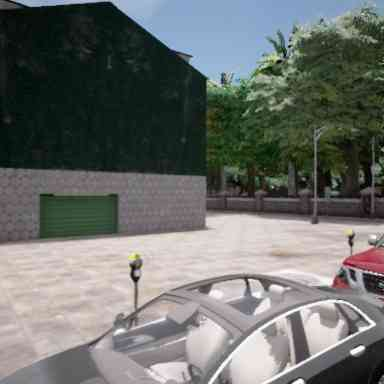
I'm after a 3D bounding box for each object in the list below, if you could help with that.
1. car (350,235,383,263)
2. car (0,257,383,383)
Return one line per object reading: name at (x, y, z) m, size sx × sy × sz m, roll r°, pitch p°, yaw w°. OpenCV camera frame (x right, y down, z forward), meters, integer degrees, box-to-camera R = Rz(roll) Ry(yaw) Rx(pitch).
car at (4.758, 1.363, 6.206) m, size 5.009 × 1.841 × 2.192 m, roll 0°, pitch 0°, yaw -36°
car at (0.309, 1.563, 3.031) m, size 4.403 × 1.369 × 2.008 m, roll 0°, pitch 0°, yaw -36°
